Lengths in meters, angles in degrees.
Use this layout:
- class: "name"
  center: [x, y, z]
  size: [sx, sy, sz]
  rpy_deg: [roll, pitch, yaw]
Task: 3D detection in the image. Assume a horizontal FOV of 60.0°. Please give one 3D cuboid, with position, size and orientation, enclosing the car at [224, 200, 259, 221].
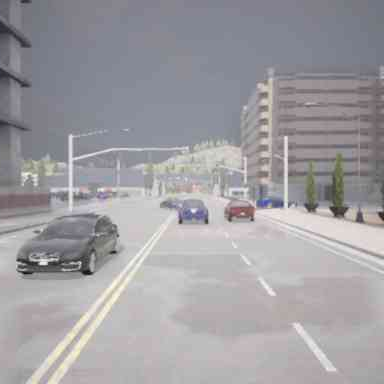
- class: "car"
  center: [3.559, 1.378, 25.760]
  size: [1.882, 1.535, 5.008]
  rpy_deg: [0, 0, 0]

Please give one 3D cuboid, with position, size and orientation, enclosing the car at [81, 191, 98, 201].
- class: "car"
  center: [-26.716, 1.058, 86.994]
  size: [1.970, 1.475, 3.806]
  rpy_deg: [0, 0, 0]

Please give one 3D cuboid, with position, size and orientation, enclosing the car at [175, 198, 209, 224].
- class: "car"
  center: [0.099, 1.259, 23.968]
  size: [2.097, 1.767, 4.553]
  rpy_deg: [0, 0, 0]

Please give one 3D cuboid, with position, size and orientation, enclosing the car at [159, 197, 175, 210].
- class: "car"
  center: [-2.509, 1.361, 40.496]
  size: [2.033, 1.411, 5.357]
  rpy_deg: [0, 0, -22]

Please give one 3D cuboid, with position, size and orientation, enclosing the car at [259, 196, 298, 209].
- class: "car"
  center: [10.260, 1.269, 39.992]
  size: [5.008, 1.535, 1.882]
  rpy_deg: [0, -2, -15]

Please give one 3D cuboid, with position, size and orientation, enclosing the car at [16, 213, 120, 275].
- class: "car"
  center: [-3.556, 1.465, 10.425]
  size: [1.837, 1.490, 4.892]
  rpy_deg: [0, 0, 0]
